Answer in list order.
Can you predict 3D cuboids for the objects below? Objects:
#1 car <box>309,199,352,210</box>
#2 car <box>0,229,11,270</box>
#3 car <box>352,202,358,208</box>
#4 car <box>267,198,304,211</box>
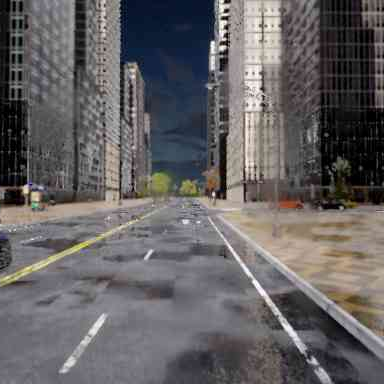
[{"bbox_3d":[16.677,1.631,40.796,4.403,1.369,2.008,-1,-1,-1],"label":"car"},{"bbox_3d":[-6.600,1.424,8.309,2.097,1.767,4.553,0,0,0],"label":"car"},{"bbox_3d":[21.958,1.763,49.244,4.829,1.417,1.752,-1,-1,-1],"label":"car"},{"bbox_3d":[12.236,1.544,43.439,4.553,1.767,2.097,-1,-1,-1],"label":"car"}]
